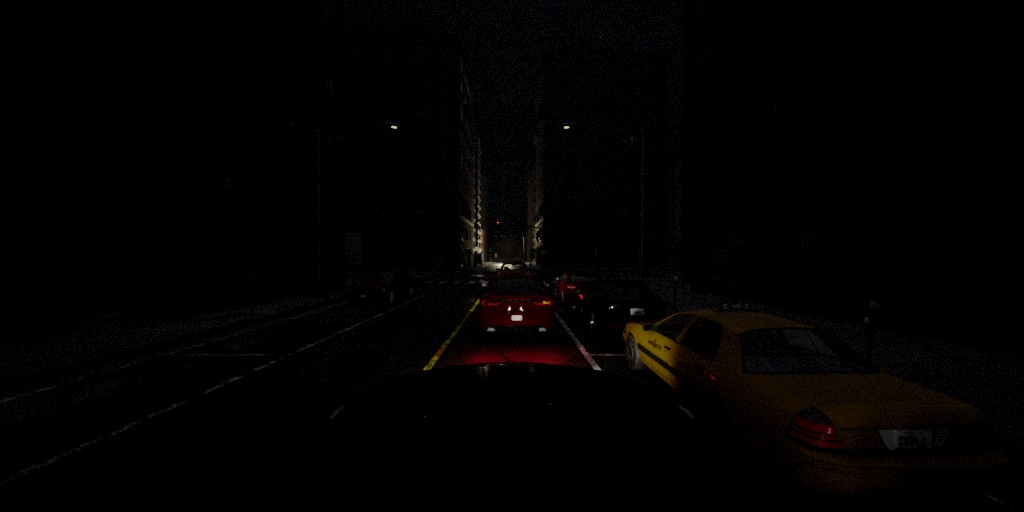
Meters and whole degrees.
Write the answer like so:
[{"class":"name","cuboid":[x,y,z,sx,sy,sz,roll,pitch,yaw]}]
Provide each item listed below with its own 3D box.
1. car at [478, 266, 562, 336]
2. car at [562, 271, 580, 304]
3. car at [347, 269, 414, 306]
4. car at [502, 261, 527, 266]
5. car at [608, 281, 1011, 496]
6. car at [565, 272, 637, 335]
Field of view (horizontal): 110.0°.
[{"class":"car","cuboid":[0.109,1.225,10.466,1.882,1.535,5.008,0,0,0]},{"class":"car","cuboid":[2.895,1.327,15.872,1.802,1.307,4.207,0,0,0]},{"class":"car","cuboid":[-5.651,1.291,15.883,1.888,1.381,4.507,0,0,0]},{"class":"car","cuboid":[0.125,1.096,20.795,2.097,1.767,4.553,0,0,0]},{"class":"car","cuboid":[2.876,1.274,4.870,1.751,1.417,4.829,0,0,0]},{"class":"car","cuboid":[2.885,1.313,10.286,1.948,1.339,4.313,0,0,0]}]
